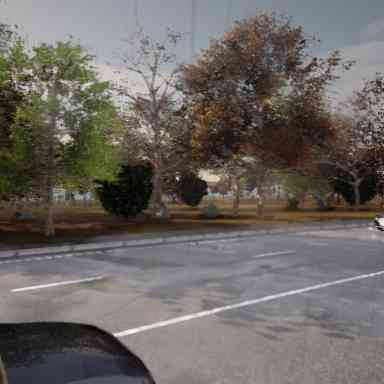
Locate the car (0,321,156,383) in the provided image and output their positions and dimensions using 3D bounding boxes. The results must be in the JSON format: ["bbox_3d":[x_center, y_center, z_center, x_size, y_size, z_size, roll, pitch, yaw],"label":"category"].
[{"bbox_3d":[-2.206,1.551,2.034,4.181,1.385,1.994,0,0,-36],"label":"car"}]

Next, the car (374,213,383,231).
[{"bbox_3d":[12.518,1.467,18.905,4.902,1.511,2.128,0,0,-25],"label":"car"}]
